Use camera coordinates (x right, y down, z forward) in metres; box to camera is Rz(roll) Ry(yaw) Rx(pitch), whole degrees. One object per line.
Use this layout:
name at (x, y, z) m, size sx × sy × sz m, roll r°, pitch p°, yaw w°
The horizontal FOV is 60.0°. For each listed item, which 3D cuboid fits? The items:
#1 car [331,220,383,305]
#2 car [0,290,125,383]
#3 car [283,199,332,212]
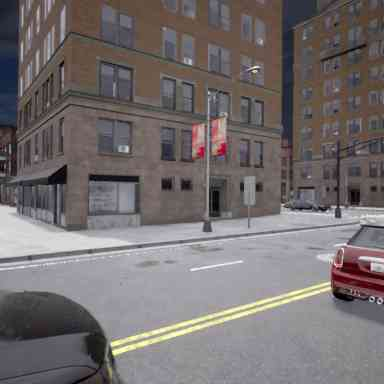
car at (5.017, 1.355, 7.105) m, size 4.553 × 1.767 × 2.097 m, roll 0°, pitch 0°, yaw -36°
car at (-2.978, 1.221, 1.309) m, size 5.566 × 2.045 × 2.150 m, roll 0°, pitch 0°, yaw -36°
car at (12.897, 1.470, 37.465) m, size 2.033 × 1.411 × 5.357 m, roll 1°, pitch 0°, yaw -36°
